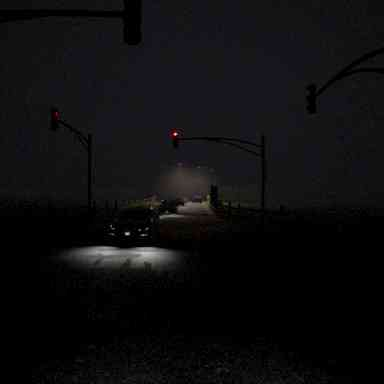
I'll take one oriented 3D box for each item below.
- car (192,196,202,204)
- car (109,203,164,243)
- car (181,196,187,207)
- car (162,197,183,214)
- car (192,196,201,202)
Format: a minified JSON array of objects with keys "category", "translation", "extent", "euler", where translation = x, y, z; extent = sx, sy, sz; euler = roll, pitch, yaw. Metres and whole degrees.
[{"category":"car","translation":[1.030,1.495,65.895],"extent":[1.882,1.535,5.008],"euler":[0,0,1]},{"category":"car","translation":[-2.635,1.484,16.118],"extent":[1.837,1.490,4.892],"euler":[1,0,1]},{"category":"car","translation":[-2.153,1.575,50.582],"extent":[1.994,1.385,4.181],"euler":[0,0,1]},{"category":"car","translation":[-2.403,1.554,35.070],"extent":[2.033,1.411,5.357],"euler":[0,0,1]},{"category":"car","translation":[1.092,1.617,75.929],"extent":[1.895,1.301,4.718],"euler":[0,0,1]}]
